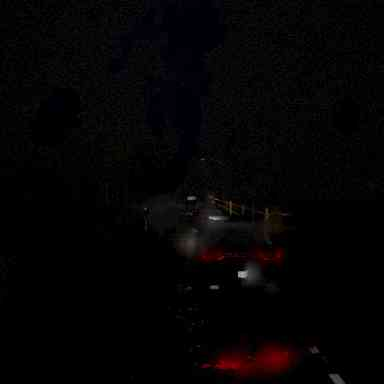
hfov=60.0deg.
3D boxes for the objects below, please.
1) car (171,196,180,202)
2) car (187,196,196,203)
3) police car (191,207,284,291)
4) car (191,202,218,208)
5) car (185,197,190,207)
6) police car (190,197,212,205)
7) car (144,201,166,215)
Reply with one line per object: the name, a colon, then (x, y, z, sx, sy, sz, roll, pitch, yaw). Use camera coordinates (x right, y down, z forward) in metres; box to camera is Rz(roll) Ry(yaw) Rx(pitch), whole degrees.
car: (-3.676, 1.522, 74.087, 1.994, 1.385, 4.181, 0, 0, 0)
car: (-0.165, 1.591, 69.576, 1.895, 1.301, 4.718, 0, 0, 0)
police car: (1.028, 1.431, 9.181, 1.930, 1.638, 5.238, 0, 0, 0)
car: (1.004, 1.535, 19.079, 1.812, 1.442, 4.674, 0, 0, 0)
car: (-0.059, 1.500, 50.942, 2.128, 1.511, 4.902, 0, 0, 0)
police car: (0.990, 1.436, 25.194, 1.930, 1.638, 5.238, 0, 0, 0)
car: (-3.680, 1.612, 33.508, 1.895, 1.301, 4.718, 0, 0, 0)
